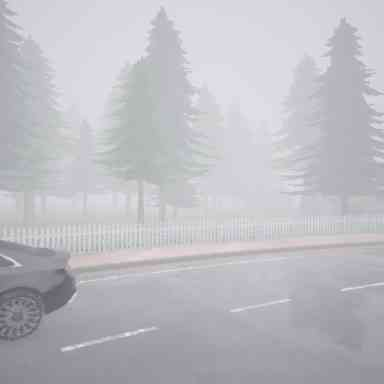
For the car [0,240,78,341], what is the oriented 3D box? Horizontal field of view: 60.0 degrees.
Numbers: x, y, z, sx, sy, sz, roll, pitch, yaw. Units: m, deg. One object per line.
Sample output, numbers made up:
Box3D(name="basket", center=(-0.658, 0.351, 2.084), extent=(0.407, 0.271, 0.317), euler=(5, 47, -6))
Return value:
Box3D(name="car", center=(-4.282, 1.491, 4.972), extent=(4.902, 1.511, 2.128), euler=(0, 0, -34))
